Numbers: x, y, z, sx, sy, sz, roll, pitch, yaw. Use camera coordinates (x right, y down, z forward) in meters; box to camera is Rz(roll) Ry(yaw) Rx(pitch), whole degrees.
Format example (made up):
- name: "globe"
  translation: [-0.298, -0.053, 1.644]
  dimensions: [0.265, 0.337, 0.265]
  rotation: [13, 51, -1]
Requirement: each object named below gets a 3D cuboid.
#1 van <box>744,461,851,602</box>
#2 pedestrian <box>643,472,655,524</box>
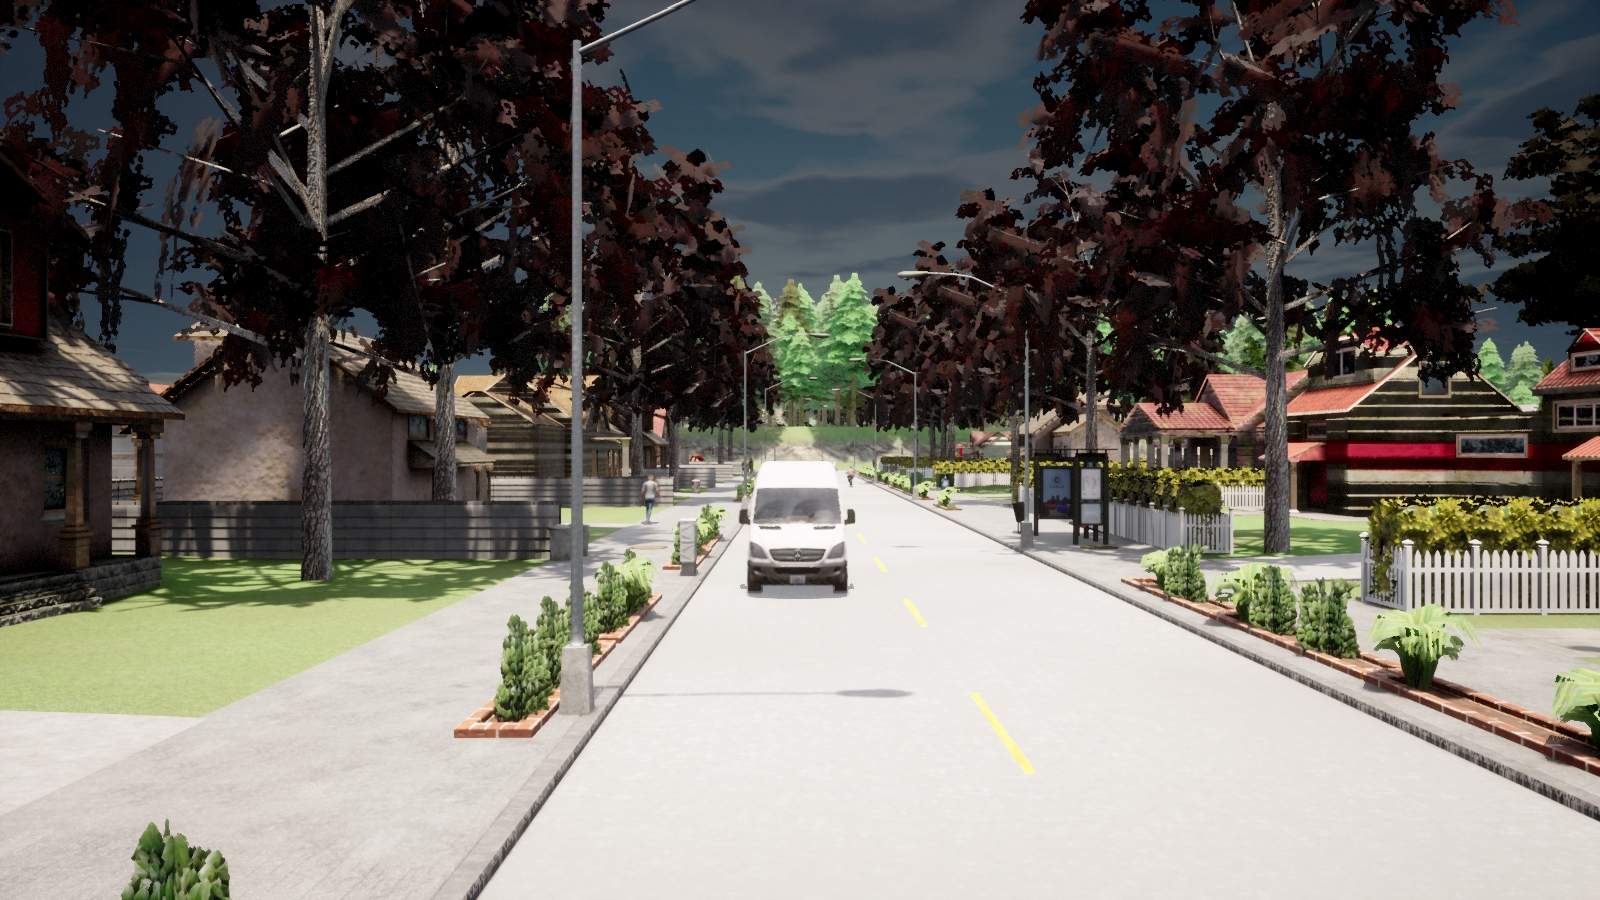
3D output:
- name: "van"
  translation: [-0.049, 1.534, 24.169]
  dimensions: [1.988, 2.561, 5.915]
  rotation: [0, 0, 0]
- name: "pedestrian"
  translation: [-5.502, 1.743, 41.521]
  dimensions: [0.375, 1.860, 0.375]
  rotation: [0, 0, 2]
